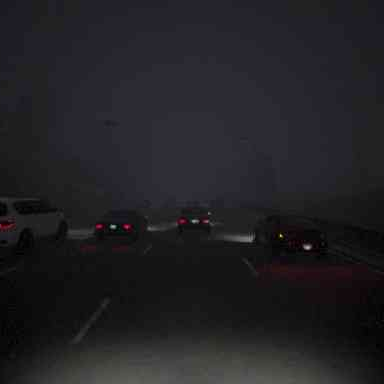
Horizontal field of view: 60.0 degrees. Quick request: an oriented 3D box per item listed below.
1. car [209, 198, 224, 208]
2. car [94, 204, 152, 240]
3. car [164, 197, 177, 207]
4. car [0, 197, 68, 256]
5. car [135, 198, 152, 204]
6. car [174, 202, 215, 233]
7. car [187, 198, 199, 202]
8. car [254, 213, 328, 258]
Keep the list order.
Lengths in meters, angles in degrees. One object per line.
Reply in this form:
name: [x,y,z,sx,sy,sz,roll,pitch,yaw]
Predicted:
car: [3.605,1.561,49.534,1.994,1.385,4.181,0,0,0]
car: [-3.397,1.547,16.814,2.033,1.411,5.357,0,0,0]
car: [-3.395,1.545,52.103,2.033,1.411,5.357,0,0,0]
car: [-6.901,1.221,13.292,2.150,2.045,5.566,0,0,0]
car: [-6.896,1.545,47.108,2.033,1.411,5.357,0,0,0]
car: [0.105,1.546,19.496,2.033,1.411,5.357,0,0,0]
car: [0.106,1.598,52.378,1.895,1.301,4.718,0,0,0]
car: [3.598,1.525,12.673,1.812,1.442,4.674,0,0,0]
